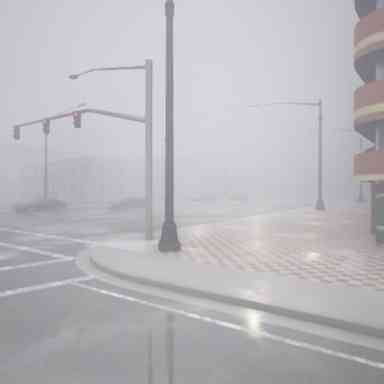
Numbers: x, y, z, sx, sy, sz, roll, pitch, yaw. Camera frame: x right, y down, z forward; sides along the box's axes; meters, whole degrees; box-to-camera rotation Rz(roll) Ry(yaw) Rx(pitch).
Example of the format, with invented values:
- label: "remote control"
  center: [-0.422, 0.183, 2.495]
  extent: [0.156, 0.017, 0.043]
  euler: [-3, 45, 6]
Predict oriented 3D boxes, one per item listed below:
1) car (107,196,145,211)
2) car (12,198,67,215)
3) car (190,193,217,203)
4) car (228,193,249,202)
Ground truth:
- label: "car"
  center: [-6.902, 1.209, 35.712]
  extent: [2.128, 1.511, 4.902]
  euler: [0, 1, 37]
- label: "car"
  center: [-14.363, 1.311, 31.567]
  extent: [2.128, 1.511, 4.902]
  euler: [0, 1, 37]
- label: "car"
  center: [1.908, 0.921, 53.316]
  extent: [2.033, 1.411, 5.357]
  euler: [0, 1, 37]
- label: "car"
  center: [7.767, 0.854, 55.250]
  extent: [1.994, 1.385, 4.181]
  euler: [0, 1, 37]
